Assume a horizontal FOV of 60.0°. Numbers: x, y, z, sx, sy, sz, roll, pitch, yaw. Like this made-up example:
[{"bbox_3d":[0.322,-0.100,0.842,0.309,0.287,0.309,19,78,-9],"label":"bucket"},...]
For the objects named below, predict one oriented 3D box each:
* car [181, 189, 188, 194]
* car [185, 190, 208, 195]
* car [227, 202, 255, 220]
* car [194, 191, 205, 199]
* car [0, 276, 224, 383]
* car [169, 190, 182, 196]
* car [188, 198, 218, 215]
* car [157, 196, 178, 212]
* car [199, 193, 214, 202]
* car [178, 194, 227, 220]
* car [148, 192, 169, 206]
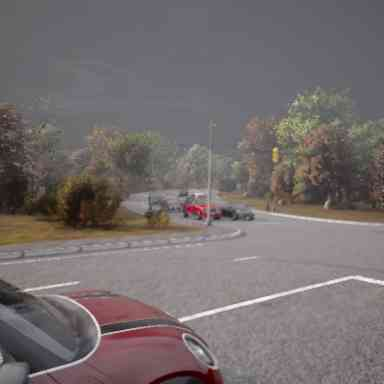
[{"bbox_3d":[-1.746,0.291,74.658,2.150,2.045,5.566,2,2,-1],"label":"car"},{"bbox_3d":[1.006,1.207,55.323,2.150,2.045,5.566,2,2,-13],"label":"car"},{"bbox_3d":[4.377,1.825,33.087,2.097,1.767,4.553,2,0,-23],"label":"car"},{"bbox_3d":[1.689,0.628,76.214,2.128,1.511,4.902,2,2,-1],"label":"car"},{"bbox_3d":[-1.910,1.352,2.384,4.553,1.767,2.097,0,0,-36],"label":"car"},{"bbox_3d":[-3.639,0.952,60.280,2.097,1.767,4.553,2,2,-10],"label":"car"},{"bbox_3d":[1.287,1.701,41.062,2.097,1.767,4.553,2,1,-19],"label":"car"},{"bbox_3d":[-2.609,1.699,41.570,1.837,1.490,4.892,2,1,-18],"label":"car"},{"bbox_3d":[2.755,1.086,66.001,2.128,1.511,4.902,2,3,-7],"label":"car"},{"bbox_3d":[0.873,1.572,32.305,2.150,2.045,5.566,2,0,-22],"label":"car"},{"bbox_3d":[-5.486,1.074,51.618,2.150,2.045,5.566,2,2,-13],"label":"car"}]
